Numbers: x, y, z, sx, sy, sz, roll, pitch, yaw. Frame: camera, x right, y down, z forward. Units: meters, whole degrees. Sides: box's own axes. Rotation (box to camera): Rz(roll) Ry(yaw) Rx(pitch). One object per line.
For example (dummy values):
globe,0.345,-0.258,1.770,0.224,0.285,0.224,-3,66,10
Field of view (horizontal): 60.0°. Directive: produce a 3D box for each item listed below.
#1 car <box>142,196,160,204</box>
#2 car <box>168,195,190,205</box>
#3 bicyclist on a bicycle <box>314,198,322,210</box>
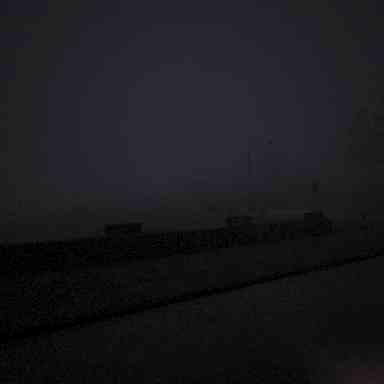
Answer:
car,-8.129,1.476,65.481,1.882,1.535,5.008,0,0,-35
car,-2.258,1.350,57.328,2.097,1.767,4.553,0,0,-35
bicyclist on a bicycle,15.231,1.347,40.125,1.656,1.620,0.582,0,0,-35
